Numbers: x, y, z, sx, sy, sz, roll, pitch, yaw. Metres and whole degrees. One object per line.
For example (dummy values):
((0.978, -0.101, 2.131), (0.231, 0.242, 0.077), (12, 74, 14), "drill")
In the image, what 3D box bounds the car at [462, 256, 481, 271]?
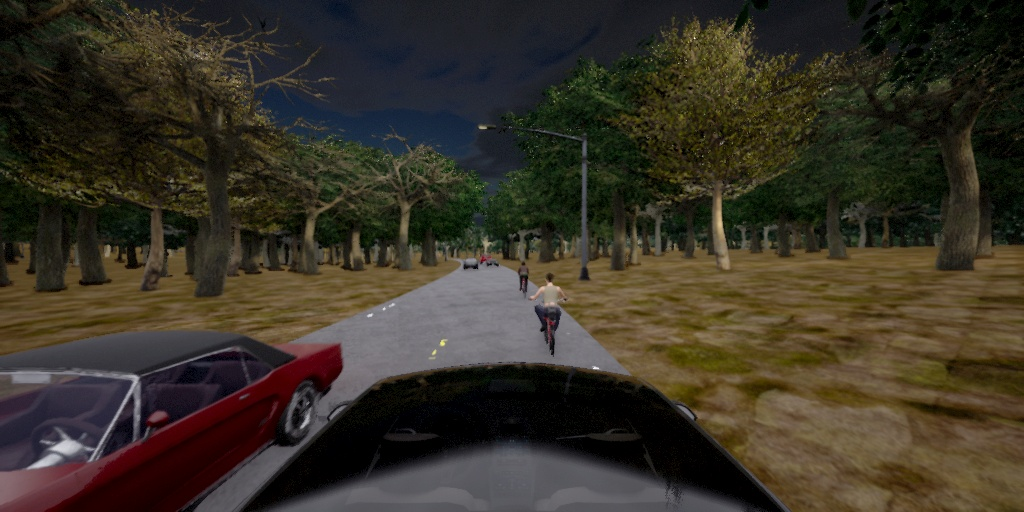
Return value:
((-5.035, 0.983, 44.149), (1.882, 1.535, 5.008), (0, 0, -5), "car")

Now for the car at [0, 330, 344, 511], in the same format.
((-3.121, 1.346, 2.466), (1.895, 1.301, 4.718), (0, 0, 0), "car")

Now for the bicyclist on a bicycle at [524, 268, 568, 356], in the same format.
((0.778, 1.152, 7.533), (0.866, 1.612, 1.509), (0, 0, -1), "bicyclist on a bicycle")

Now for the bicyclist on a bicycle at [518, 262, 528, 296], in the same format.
((0.548, 1.115, 16.678), (0.582, 1.620, 1.656), (0, 0, -2), "bicyclist on a bicycle")

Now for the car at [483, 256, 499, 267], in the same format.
((-3.259, 1.042, 58.163), (1.895, 1.301, 4.718), (0, 0, -7), "car")
